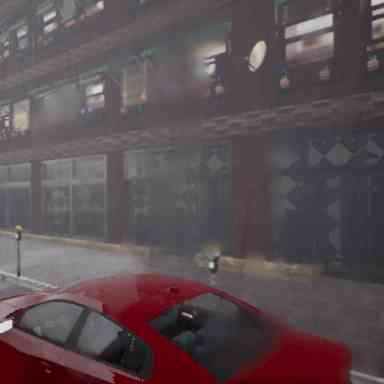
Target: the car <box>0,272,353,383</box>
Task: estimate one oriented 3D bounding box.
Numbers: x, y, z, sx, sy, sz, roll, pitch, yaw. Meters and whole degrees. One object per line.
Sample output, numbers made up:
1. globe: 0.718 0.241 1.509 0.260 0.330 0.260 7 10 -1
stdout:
1. car: -0.772 1.548 3.437 4.507 1.381 1.887 0 -1 36
